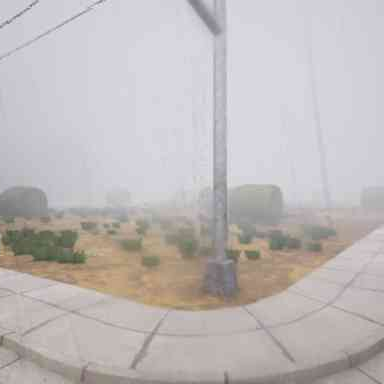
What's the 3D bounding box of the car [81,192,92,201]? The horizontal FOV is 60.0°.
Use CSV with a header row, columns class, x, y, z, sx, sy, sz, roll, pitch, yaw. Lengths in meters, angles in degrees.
class,x,y,z,sx,sy,sz,roll,pitch,yaw
car,-22.694,1.062,71.538,1.905,1.878,3.866,6,1,-10
